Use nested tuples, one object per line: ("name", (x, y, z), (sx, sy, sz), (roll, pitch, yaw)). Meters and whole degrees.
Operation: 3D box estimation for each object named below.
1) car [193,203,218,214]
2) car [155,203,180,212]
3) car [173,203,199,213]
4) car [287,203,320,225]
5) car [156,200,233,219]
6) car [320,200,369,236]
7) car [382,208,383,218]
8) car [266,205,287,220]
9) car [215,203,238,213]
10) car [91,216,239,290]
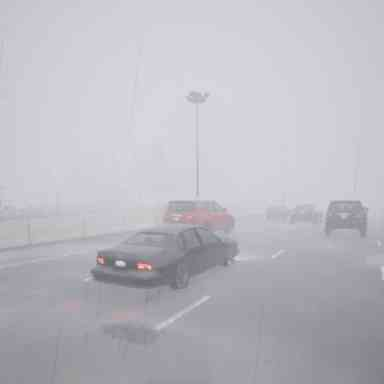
("car", (2.184, 2.473, 51.379), (1.837, 1.490, 4.892), (0, -1, 28))
("car", (-3.980, 2.526, 54.695), (1.812, 1.442, 4.674), (0, -1, 28))
("car", (-0.898, 2.513, 53.036), (1.837, 1.490, 4.892), (0, -1, 28))
("car", (9.944, 1.813, 28.659), (2.097, 1.767, 4.553), (0, -1, 28))
("car", (0.501, 1.445, 18.502), (2.150, 2.045, 5.566), (0, -1, 28))
("car", (9.630, 1.514, 20.692), (2.150, 2.045, 5.566), (0, -1, 28))
("car", (22.270, 2.186, 36.792), (1.882, 1.535, 5.008), (0, -1, 28))
("car", (9.091, 2.077, 34.463), (2.128, 1.511, 4.902), (0, -2, 28))
("car", (5.267, 2.352, 49.722), (1.812, 1.442, 4.674), (0, -1, 28))
("car", (-0.377, 1.642, 9.482), (2.033, 1.411, 5.357), (0, -1, 28))
